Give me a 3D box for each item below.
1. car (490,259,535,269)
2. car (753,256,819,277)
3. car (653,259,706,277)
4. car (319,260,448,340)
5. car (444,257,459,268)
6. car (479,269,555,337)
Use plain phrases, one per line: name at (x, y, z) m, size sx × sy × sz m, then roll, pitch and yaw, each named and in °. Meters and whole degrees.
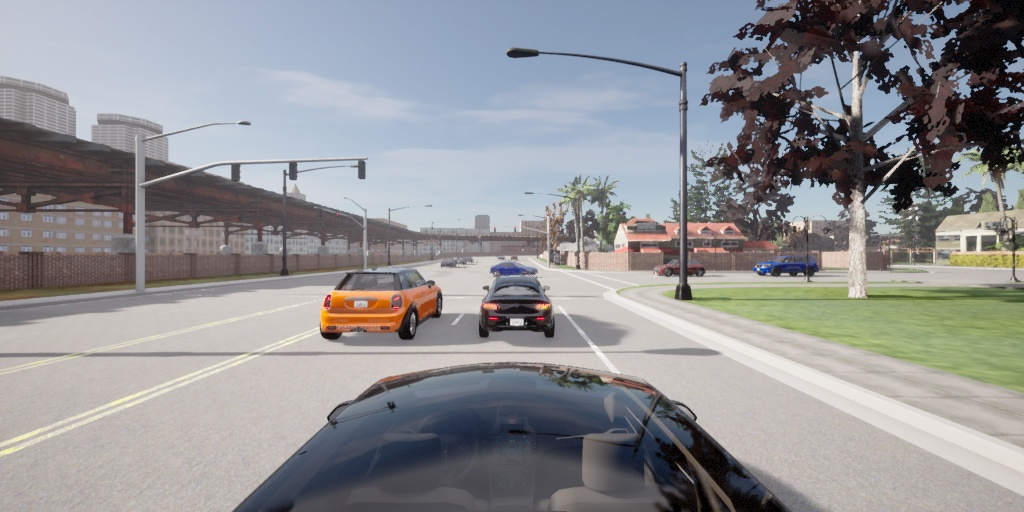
car at (0.095, 1.260, 33.235) m, size 4.674 × 1.442 × 1.812 m, roll 0°, pitch 1°, yaw 28°
car at (26.954, 0.971, 35.285) m, size 5.566 × 2.045 × 2.150 m, roll 0°, pitch 0°, yaw -2°
car at (16.291, 1.102, 35.072) m, size 4.553 × 1.767 × 2.097 m, roll 0°, pitch 0°, yaw -1°
car at (-3.373, 1.102, 10.175) m, size 2.097 × 1.767 × 4.553 m, roll 0°, pitch 0°, yaw 1°
car at (-10.239, 1.092, 57.822) m, size 1.882 × 1.535 × 5.008 m, roll 0°, pitch 1°, yaw 1°
car at (0.126, 1.276, 10.121) m, size 1.812 × 1.442 × 4.674 m, roll 0°, pitch 0°, yaw 0°
